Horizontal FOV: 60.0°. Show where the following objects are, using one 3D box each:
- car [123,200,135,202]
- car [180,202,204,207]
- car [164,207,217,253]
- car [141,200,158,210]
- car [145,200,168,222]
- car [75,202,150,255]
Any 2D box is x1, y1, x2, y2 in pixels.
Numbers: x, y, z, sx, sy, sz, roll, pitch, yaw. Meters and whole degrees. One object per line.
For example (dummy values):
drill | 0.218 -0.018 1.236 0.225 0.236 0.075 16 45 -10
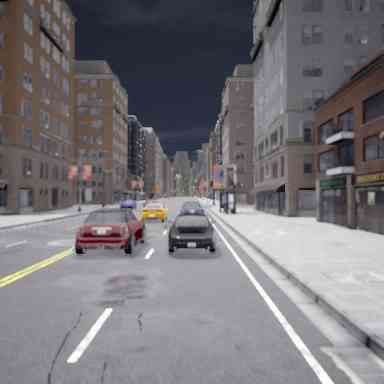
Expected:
car | -9.757 1.979 51.265 1.882 1.535 5.008 0 -1 0
car | 0.001 1.629 29.086 2.097 1.767 4.553 0 -1 0
car | 0.002 1.645 14.301 1.837 1.490 4.892 0 0 0
car | -6.506 1.996 51.450 2.128 1.511 4.902 0 -1 0
car | -3.247 1.761 29.477 1.882 1.535 5.008 0 0 0
car | -3.249 1.484 14.086 2.097 1.767 4.553 0 -1 0
